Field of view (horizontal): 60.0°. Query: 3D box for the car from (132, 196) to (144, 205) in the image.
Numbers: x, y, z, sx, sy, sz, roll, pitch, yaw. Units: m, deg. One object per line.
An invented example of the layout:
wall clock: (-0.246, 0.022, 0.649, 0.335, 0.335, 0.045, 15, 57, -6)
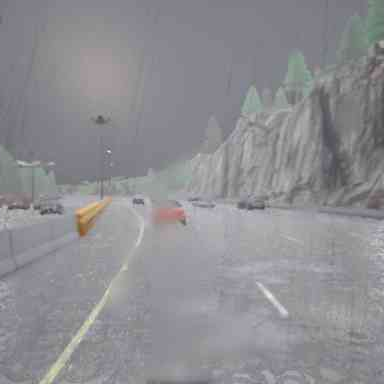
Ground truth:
car: (-10.223, 1.565, 63.013, 1.882, 1.535, 5.008, -1, 0, -12)

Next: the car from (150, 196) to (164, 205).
car: (-6.743, 1.523, 63.482, 2.128, 1.511, 4.902, -1, 0, -12)

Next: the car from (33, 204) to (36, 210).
car: (-21.216, 1.843, 47.500, 1.994, 1.385, 4.181, -1, 0, -12)

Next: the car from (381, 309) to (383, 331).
car: (3.586, 1.465, 2.704, 1.812, 1.442, 4.674, -1, 0, -1)

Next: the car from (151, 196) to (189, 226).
car: (-1.746, 1.351, 23.858, 2.097, 1.767, 4.553, -1, 0, -9)

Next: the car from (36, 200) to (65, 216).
car: (-14.948, 1.759, 35.766, 1.994, 1.385, 4.181, -1, 0, -12)

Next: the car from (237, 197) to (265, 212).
car: (6.499, 1.344, 37.218, 2.128, 1.511, 4.902, -1, 0, -12)

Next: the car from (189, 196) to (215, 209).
car: (1.528, 1.523, 44.819, 1.895, 1.301, 4.718, -1, 0, -15)

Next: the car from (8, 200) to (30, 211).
car: (-24.930, 1.902, 48.020, 1.994, 1.385, 4.181, -1, 0, -12)

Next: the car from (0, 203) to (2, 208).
car: (-28.011, 1.937, 45.866, 2.033, 1.411, 5.357, -1, 0, -12)
